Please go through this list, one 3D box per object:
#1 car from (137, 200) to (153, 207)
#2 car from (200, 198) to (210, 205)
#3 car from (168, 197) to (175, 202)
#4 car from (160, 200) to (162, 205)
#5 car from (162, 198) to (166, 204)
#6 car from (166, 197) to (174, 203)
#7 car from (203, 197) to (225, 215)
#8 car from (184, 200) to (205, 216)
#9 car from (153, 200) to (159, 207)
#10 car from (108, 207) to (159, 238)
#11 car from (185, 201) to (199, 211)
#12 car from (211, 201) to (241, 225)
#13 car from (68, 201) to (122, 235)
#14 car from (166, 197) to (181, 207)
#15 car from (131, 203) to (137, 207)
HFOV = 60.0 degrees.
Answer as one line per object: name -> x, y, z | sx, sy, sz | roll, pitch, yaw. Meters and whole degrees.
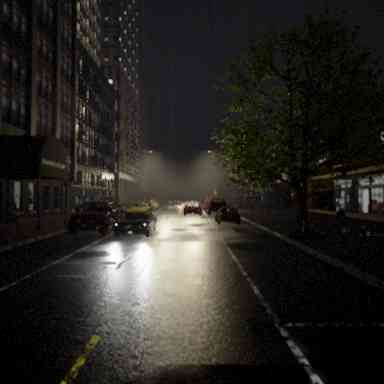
car -> -5.689, 1.779, 36.404 | 1.752, 1.417, 4.829 | 1, 0, 0
car -> 2.683, 2.026, 69.854 | 1.947, 1.339, 4.313 | 1, 0, 0
car -> -5.704, 2.166, 92.032 | 1.802, 1.307, 4.206 | 1, 0, 0
car -> -5.691, 1.850, 47.497 | 1.752, 1.417, 4.829 | 1, 0, 0
car -> -5.697, 2.026, 69.850 | 1.947, 1.339, 4.313 | 1, 0, 0
car -> -5.702, 2.119, 86.487 | 1.947, 1.339, 4.313 | 1, 0, 0
car -> 2.695, 1.570, 36.581 | 2.192, 1.841, 5.009 | 1, 0, 0
car -> 0.078, 1.850, 35.662 | 1.895, 1.301, 4.718 | 0, 0, 0
car -> -5.691, 1.856, 42.122 | 1.947, 1.339, 4.313 | 1, 0, 0
car -> -3.105, 1.737, 18.915 | 1.895, 1.301, 4.718 | 0, 0, 0
car -> 0.032, 1.916, 45.924 | 1.895, 1.301, 4.718 | 0, 0, 0
car -> 2.695, 1.707, 25.657 | 1.752, 1.417, 4.829 | 1, 0, 0
car -> -5.681, 1.458, 19.939 | 2.192, 1.841, 5.009 | 1, 0, 0
car -> -3.075, 1.758, 60.958 | 2.097, 1.767, 4.553 | 0, 0, 0
car -> -5.685, 1.705, 25.313 | 1.752, 1.417, 4.829 | 1, 0, 0
